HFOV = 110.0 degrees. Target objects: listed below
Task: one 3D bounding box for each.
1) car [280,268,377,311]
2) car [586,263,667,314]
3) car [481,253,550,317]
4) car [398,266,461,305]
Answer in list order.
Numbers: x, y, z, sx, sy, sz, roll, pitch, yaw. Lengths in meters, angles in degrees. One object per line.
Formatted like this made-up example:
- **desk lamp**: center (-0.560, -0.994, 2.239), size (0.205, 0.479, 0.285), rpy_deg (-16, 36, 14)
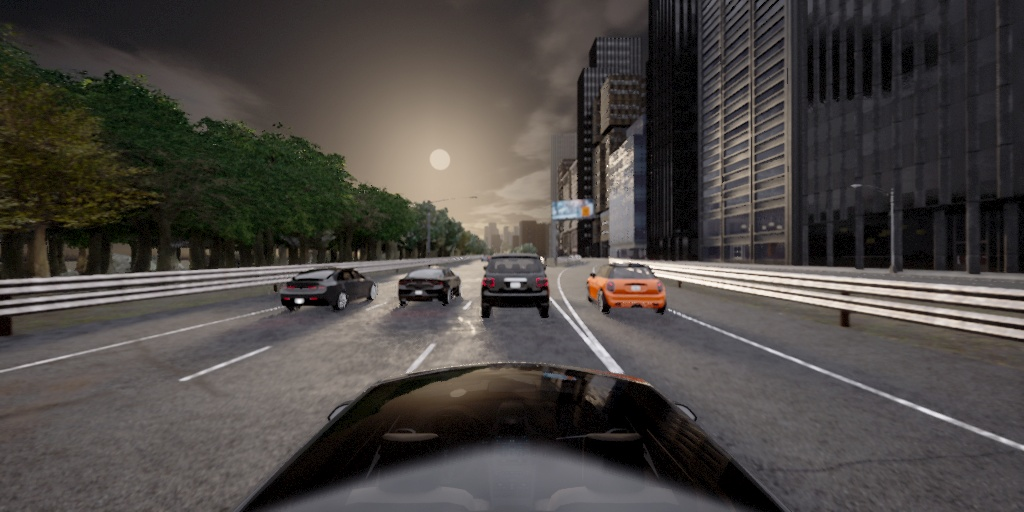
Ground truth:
- **car**: center (-6.902, 1.199, 14.070), size (1.837, 1.490, 4.892), rpy_deg (0, 0, 0)
- **car**: center (4.136, 1.046, 13.697), size (2.097, 1.767, 4.553), rpy_deg (0, 0, 4)
- **car**: center (0.102, 0.920, 13.034), size (2.150, 2.045, 5.566), rpy_deg (0, 0, 0)
- **car**: center (-3.398, 1.165, 15.540), size (1.882, 1.535, 5.008), rpy_deg (0, 0, 0)
